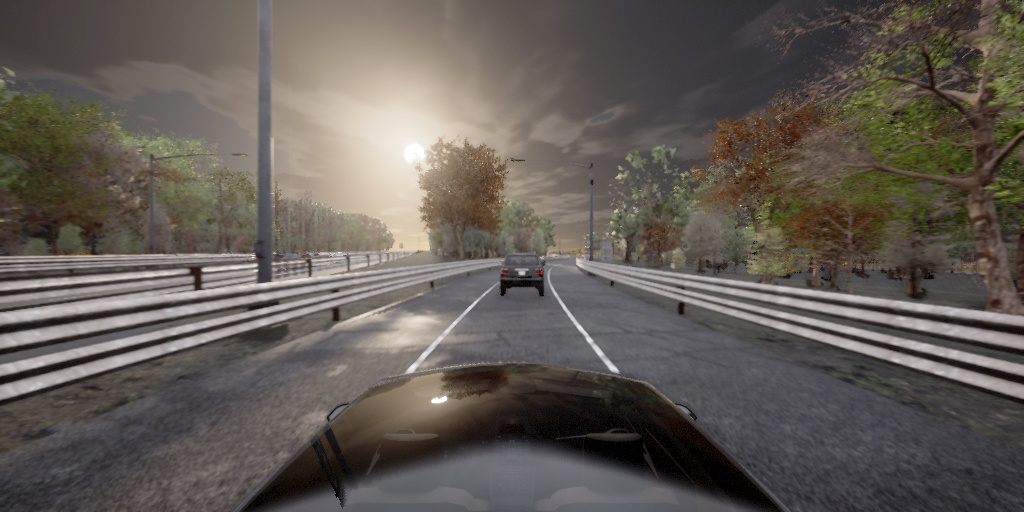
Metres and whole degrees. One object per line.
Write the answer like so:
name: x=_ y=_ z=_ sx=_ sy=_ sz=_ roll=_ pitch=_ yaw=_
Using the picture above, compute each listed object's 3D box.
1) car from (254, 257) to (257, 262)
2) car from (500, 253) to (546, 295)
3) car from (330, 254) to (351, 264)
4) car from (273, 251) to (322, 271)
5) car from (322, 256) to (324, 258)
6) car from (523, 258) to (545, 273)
car: x=-28.740 y=0.399 z=42.508 sx=1.837 sy=1.490 sz=4.892 roll=0 pitch=1 yaw=-14
car: x=0.590 y=0.856 z=18.994 sx=2.150 sy=2.045 sz=5.566 roll=0 pitch=0 yaw=3
car: x=-23.023 y=0.394 z=48.262 sx=1.812 sy=1.442 sz=4.674 roll=0 pitch=1 yaw=-13
car: x=-19.214 y=0.444 z=32.381 sx=2.097 sy=1.767 sz=4.553 roll=0 pitch=1 yaw=-13
car: x=-26.543 y=0.353 z=47.909 sx=1.837 sy=1.490 sz=4.892 roll=0 pitch=1 yaw=-13
car: x=2.525 y=0.971 z=40.453 sx=2.128 sy=1.511 sz=4.902 roll=0 pitch=1 yaw=7
